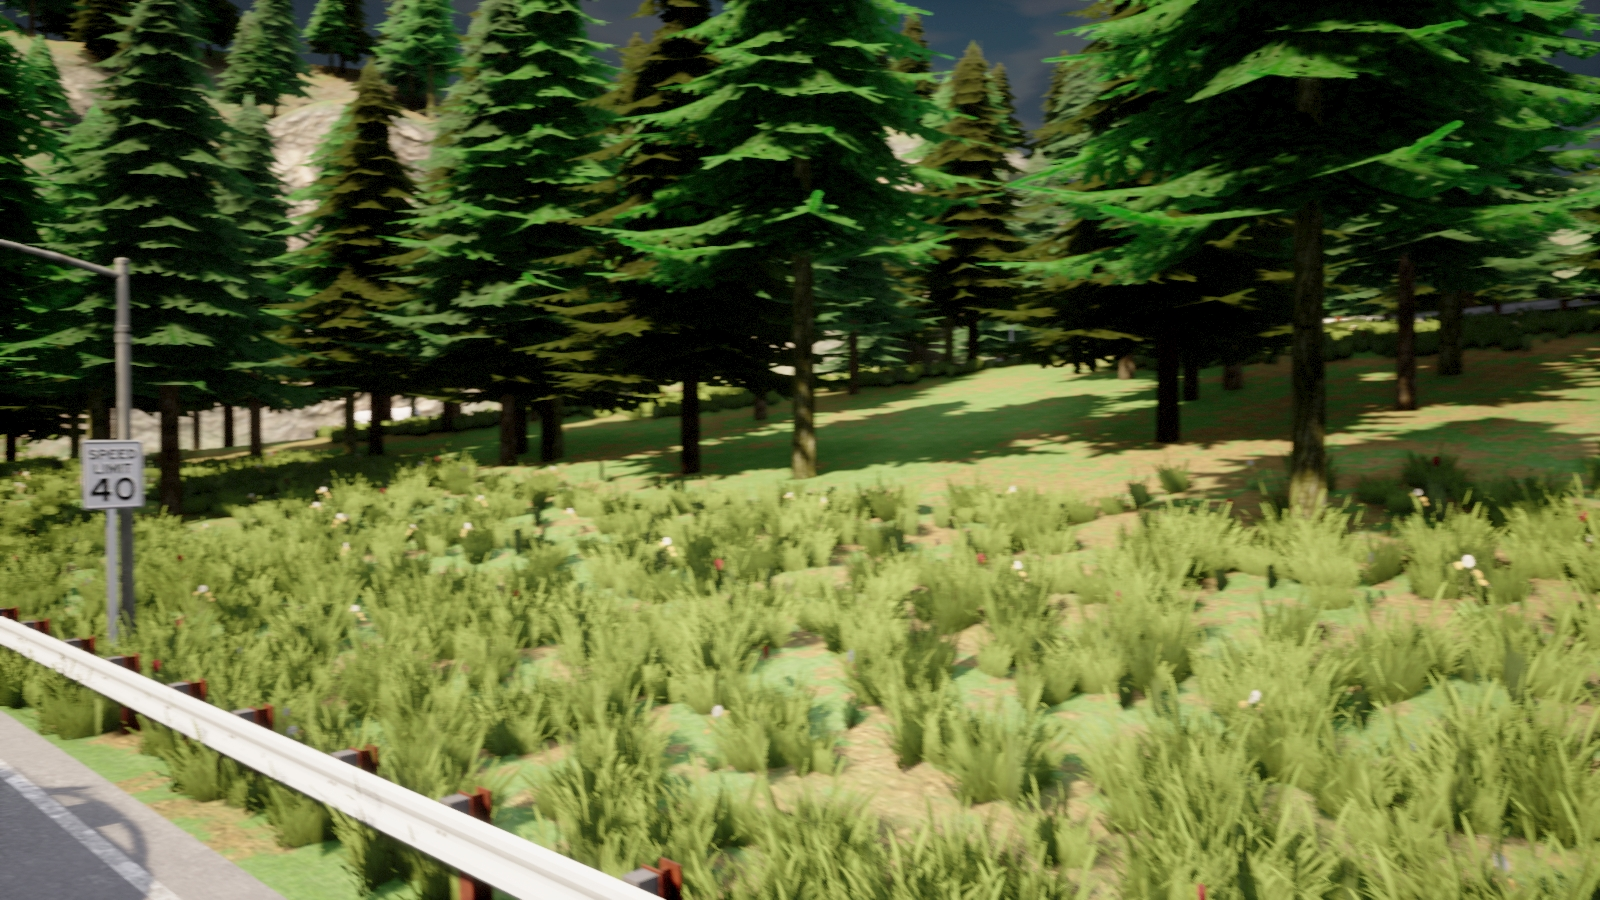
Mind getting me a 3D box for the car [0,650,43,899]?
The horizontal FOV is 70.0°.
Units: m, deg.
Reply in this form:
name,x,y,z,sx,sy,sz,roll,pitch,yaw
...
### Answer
name,x,y,z,sx,sy,sz,roll,pitch,yaw
car,-6.642,1.961,7.178,4.792,1.488,2.163,1,1,44
